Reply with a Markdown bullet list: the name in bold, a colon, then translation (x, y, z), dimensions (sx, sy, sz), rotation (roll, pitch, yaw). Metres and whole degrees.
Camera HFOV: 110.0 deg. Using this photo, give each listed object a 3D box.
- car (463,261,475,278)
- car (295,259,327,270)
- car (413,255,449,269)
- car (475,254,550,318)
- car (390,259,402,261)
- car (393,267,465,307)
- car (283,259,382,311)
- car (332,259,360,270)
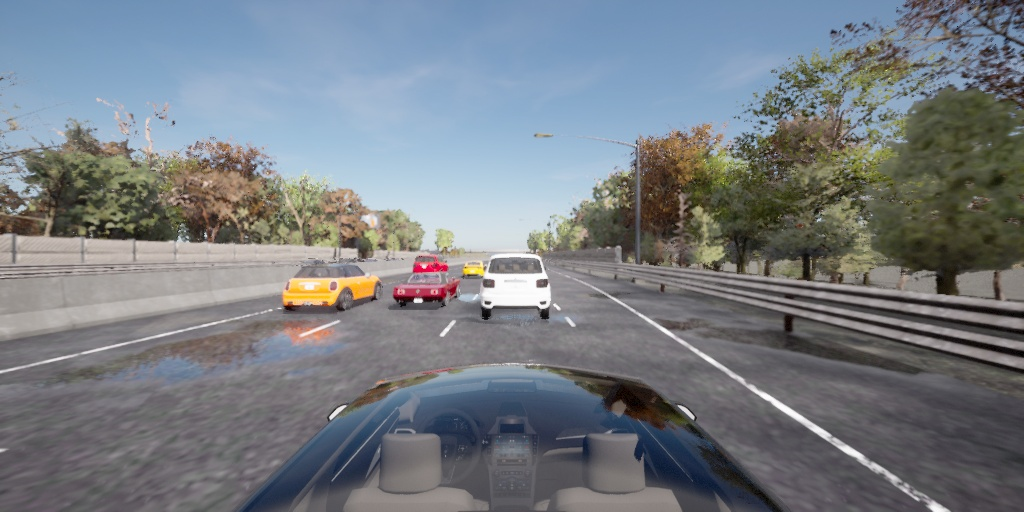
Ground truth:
- **car**: translation (-3.398, 1.180, 33.347), dimensions (1.882, 1.535, 5.008), rotation (0, 0, 0)
- **car**: translation (-28.066, 1.213, 50.281), dimensions (1.812, 1.442, 4.674), rotation (0, 0, 0)
- **car**: translation (-6.901, 0.926, 30.834), dimensions (2.150, 2.045, 5.566), rotation (0, 0, 0)
- **car**: translation (0.101, 0.951, 12.922), dimensions (2.150, 2.045, 5.566), rotation (0, 0, 0)
- **car**: translation (-17.556, 1.177, 53.665), dimensions (2.128, 1.511, 4.902), rotation (0, 0, 0)
- **car**: translation (-3.399, 1.326, 15.233), dimensions (1.895, 1.301, 4.718), rotation (0, 0, 0)
- **car**: translation (-6.898, 1.078, 14.342), dimensions (2.097, 1.767, 4.553), rotation (0, 0, 0)
- **car**: translation (-24.554, 1.190, 53.235), dimensions (1.837, 1.490, 4.892), rotation (0, 0, 0)
